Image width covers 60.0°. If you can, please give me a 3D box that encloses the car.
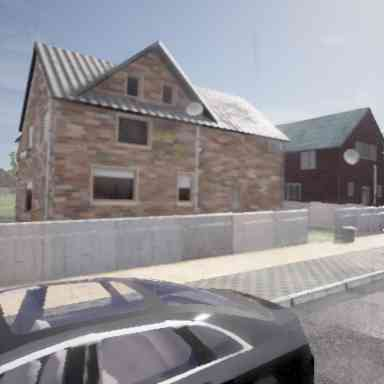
[{"bbox_3d":[-1.181,1.493,2.229,4.902,1.511,2.128,0,0,-36],"label":"car"}]
